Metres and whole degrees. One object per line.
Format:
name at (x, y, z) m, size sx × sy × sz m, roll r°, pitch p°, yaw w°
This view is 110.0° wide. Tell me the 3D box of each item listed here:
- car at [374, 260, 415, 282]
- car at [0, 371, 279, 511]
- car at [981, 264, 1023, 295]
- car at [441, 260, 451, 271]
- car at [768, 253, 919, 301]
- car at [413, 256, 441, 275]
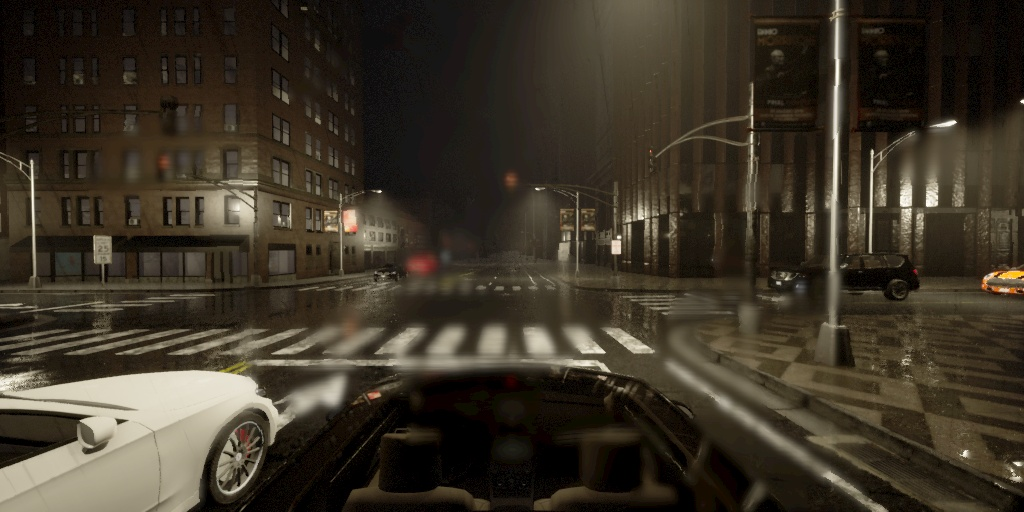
car at (-9.760, 1.278, 29.577) m, size 1.812 × 1.442 × 4.674 m, roll 0°, pitch 0°, yaw 1°
car at (-3.159, 1.276, 1.425) m, size 1.812 × 1.442 × 4.674 m, roll 0°, pitch 0°, yaw 2°
car at (24.537, 0.961, 16.260) m, size 4.553 × 1.767 × 2.097 m, roll 0°, pitch 1°, yaw 0°
car at (-9.691, 1.301, 49.998) m, size 2.033 × 1.411 × 5.357 m, roll 0°, pitch 0°, yaw 0°
car at (14.868, 0.868, 16.249) m, size 5.566 × 2.045 × 2.150 m, roll 0°, pitch 1°, yaw 1°
car at (-9.729, 0.976, 39.251) m, size 2.150 × 2.045 × 5.566 m, roll 0°, pitch 0°, yaw 0°
